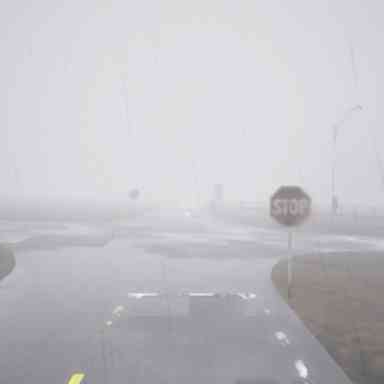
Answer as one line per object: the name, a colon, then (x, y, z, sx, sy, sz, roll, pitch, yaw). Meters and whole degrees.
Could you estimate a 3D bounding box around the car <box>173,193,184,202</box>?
car: (-2.733, 1.080, 67.906, 2.097, 1.767, 4.553, 0, 0, 0)
